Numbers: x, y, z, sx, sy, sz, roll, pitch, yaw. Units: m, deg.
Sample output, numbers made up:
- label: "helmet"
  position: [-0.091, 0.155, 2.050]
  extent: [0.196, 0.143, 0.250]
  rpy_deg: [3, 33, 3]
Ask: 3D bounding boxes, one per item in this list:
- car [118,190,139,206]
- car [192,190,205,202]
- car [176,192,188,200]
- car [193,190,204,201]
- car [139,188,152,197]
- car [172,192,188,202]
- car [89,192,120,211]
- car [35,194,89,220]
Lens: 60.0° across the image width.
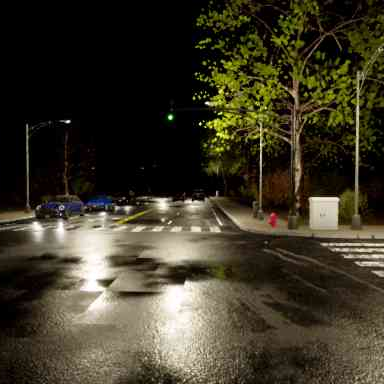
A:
- label: "car"
  position: [-9.055, 0.725, 44.968]
  extent: [2.150, 2.045, 5.566]
  rpy_deg: [0, 0, 1]
- label: "car"
  position: [1.034, 0.776, 54.981]
  extent: [2.097, 1.767, 4.553]
  rpy_deg: [0, 1, 1]
- label: "car"
  position: [-1.962, 0.808, 65.093]
  extent: [2.128, 1.511, 4.902]
  rpy_deg: [0, 1, 1]
- label: "car"
  position: [1.288, 0.545, 65.038]
  extent: [2.150, 2.045, 5.566]
  rpy_deg: [0, 1, 1]
- label: "car"
  position: [-8.586, 0.232, 60.213]
  extent: [2.150, 2.045, 5.566]
  rpy_deg: [0, 1, 1]
- label: "car"
  position: [-2.225, 0.968, 54.678]
  extent: [2.033, 1.411, 5.357]
  rpy_deg: [0, 1, 1]
- label: "car"
  position: [-9.322, 1.077, 34.551]
  extent: [1.882, 1.535, 5.008]
  rpy_deg: [0, 1, 1]
- label: "car"
  position: [-9.579, 1.044, 24.465]
  extent: [2.097, 1.767, 4.553]
  rpy_deg: [0, 1, 2]
